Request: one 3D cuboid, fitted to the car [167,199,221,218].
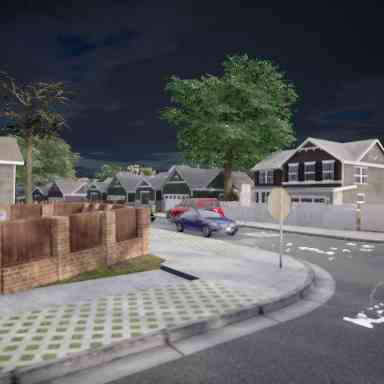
[{"bbox_3d":[0.161,1.524,25.292,2.150,2.045,5.566,2,-2,-31],"label":"car"}]

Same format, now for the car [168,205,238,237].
[{"bbox_3d":[0.665,1.688,19.168,1.812,1.442,4.674,1,-1,-32],"label":"car"}]

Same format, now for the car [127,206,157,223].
[{"bbox_3d":[-4.772,1.868,27.629,1.895,1.301,4.718,1,-1,-35],"label":"car"}]
